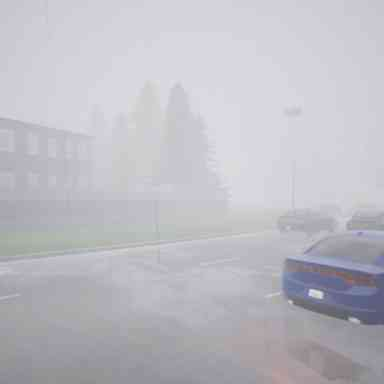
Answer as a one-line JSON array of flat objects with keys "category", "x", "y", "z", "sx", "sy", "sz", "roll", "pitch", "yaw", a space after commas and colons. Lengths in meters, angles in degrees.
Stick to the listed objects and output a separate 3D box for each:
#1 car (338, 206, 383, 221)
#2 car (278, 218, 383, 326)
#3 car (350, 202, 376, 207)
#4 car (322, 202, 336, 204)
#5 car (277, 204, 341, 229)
[{"category": "car", "x": 9.545, "y": 1.686, "z": 17.226, "sx": 1.837, "sy": 1.490, "sz": 4.892, "roll": 0, "pitch": 0, "yaw": 44}, {"category": "car", "x": 3.964, "y": 1.553, "z": 7.100, "sx": 5.008, "sy": 1.535, "sz": 1.882, "roll": 0, "pitch": -1, "yaw": -40}, {"category": "car", "x": 19.958, "y": 1.882, "z": 38.811, "sx": 1.882, "sy": 1.535, "sz": 5.008, "roll": 1, "pitch": -1, "yaw": 7}, {"category": "car", "x": 16.685, "y": 1.948, "z": 40.681, "sx": 1.812, "sy": 1.442, "sz": 4.674, "roll": 0, "pitch": -1, "yaw": 5}, {"category": "car", "x": 6.793, "y": 1.694, "z": 19.387, "sx": 2.128, "sy": 1.511, "sz": 4.902, "roll": 0, "pitch": -1, "yaw": 44}]
